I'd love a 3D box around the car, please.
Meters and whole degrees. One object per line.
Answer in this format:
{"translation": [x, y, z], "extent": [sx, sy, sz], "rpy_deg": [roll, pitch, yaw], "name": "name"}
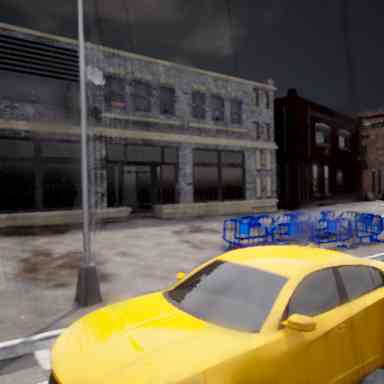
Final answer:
{"translation": [0.955, 1.464, 4.044], "extent": [5.008, 1.535, 1.882], "rpy_deg": [0, 0, -35], "name": "car"}
